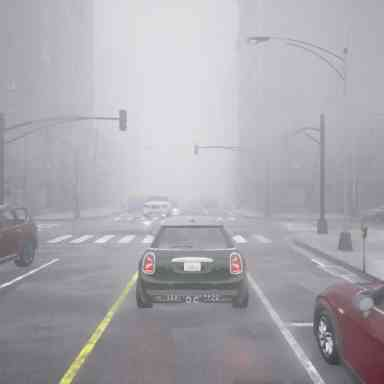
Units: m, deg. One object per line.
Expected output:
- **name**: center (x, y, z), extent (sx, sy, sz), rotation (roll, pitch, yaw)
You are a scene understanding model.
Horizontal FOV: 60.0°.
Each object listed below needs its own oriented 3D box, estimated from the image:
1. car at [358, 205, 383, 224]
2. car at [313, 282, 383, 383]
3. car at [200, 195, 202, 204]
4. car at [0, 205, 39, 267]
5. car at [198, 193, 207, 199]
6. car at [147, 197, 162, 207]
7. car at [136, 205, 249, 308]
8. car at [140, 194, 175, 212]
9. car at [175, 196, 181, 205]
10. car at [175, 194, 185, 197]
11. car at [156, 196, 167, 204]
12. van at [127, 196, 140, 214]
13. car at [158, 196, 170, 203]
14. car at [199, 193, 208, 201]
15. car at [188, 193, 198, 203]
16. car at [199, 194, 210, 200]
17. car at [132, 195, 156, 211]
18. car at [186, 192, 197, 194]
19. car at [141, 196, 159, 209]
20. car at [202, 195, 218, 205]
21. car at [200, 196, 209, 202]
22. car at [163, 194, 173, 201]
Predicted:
- **car**: center (14.395, 1.515, 23.743), extent (4.674, 1.442, 1.812), rotation (0, 0, 1)
- **car**: center (2.670, 1.440, 3.130), extent (1.967, 1.590, 4.097), rotation (0, 0, 0)
- **car**: center (2.709, 1.544, 52.386), extent (2.008, 1.369, 4.403), rotation (0, 0, 0)
- **car**: center (-5.852, 1.315, 8.635), extent (2.192, 1.841, 5.009), rotation (0, 0, 0)
- **car**: center (2.718, 1.305, 63.574), extent (2.192, 1.841, 5.009), rotation (0, 0, 0)
- **car**: center (-5.817, 1.538, 52.370), extent (1.887, 1.381, 4.507), rotation (0, 0, 0)
- **car**: center (0.016, 1.352, 8.056), extent (2.097, 1.767, 4.553), rotation (0, 0, 0)
- **car**: center (-3.070, 1.218, 30.392), extent (2.150, 2.045, 5.566), rotation (0, 0, 0)
- **car**: center (-3.059, 1.595, 47.759), extent (1.895, 1.301, 4.718), rotation (0, 0, 0)
- **car**: center (-3.001, 1.538, 63.813), extent (2.033, 1.411, 5.357), rotation (0, 0, 1)
- **car**: center (-5.808, 1.516, 63.392), extent (1.752, 1.417, 4.829), rotation (0, 0, 0)
- **van**: center (-5.830, 1.337, 35.582), extent (1.690, 1.788, 3.998), rotation (0, 0, 0)
- **car**: center (-5.804, 1.540, 69.158), extent (2.008, 1.369, 4.403), rotation (0, 0, 0)
- **car**: center (3.069, 1.210, 86.585), extent (2.150, 2.045, 5.566), rotation (0, 0, 0)
- **car**: center (0.107, 1.515, 66.609), extent (1.812, 1.442, 4.674), rotation (0, 0, 0)
- **car**: center (2.713, 1.558, 57.980), extent (1.947, 1.339, 4.313), rotation (0, 0, 0)
- **car**: center (-5.826, 1.310, 41.179), extent (2.192, 1.841, 5.009), rotation (0, 0, 0)
- **car**: center (0.060, 1.362, 76.576), extent (1.812, 1.442, 4.674), rotation (0, 0, 0)
- **car**: center (-5.822, 1.434, 46.774), extent (1.967, 1.590, 4.097), rotation (0, 0, 0)
- **car**: center (2.705, 1.520, 46.961), extent (1.752, 1.417, 4.829), rotation (0, 0, 0)
- **car**: center (2.727, 1.570, 74.763), extent (1.802, 1.307, 4.206), rotation (0, 0, 0)
- **car**: center (-5.795, 1.302, 80.349), extent (2.192, 1.841, 5.009), rotation (0, 0, 0)
